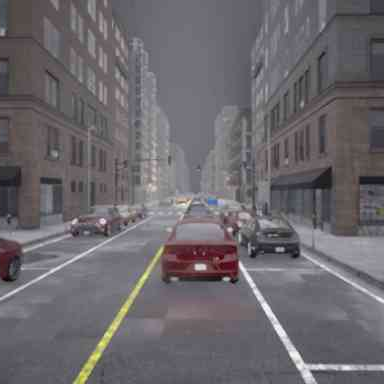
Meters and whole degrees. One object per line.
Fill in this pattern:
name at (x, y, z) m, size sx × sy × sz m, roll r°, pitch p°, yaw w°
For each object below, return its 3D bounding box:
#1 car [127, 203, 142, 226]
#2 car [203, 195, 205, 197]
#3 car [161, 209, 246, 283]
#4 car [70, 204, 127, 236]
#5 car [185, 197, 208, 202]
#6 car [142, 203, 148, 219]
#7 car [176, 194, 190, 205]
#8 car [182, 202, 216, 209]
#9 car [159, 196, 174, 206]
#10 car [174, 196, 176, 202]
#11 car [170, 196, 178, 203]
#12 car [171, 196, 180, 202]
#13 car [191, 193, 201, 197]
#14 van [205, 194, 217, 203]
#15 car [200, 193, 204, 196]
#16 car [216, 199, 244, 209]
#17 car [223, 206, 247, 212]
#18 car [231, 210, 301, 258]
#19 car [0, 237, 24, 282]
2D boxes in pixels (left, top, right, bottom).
car at (-5.057, 1.586, 23.640) m, size 1.752 × 1.417 × 4.829 m, roll 0°, pitch 0°, yaw 1°
car at (3.622, 1.754, 67.656) m, size 1.802 × 1.307 × 4.206 m, roll 0°, pitch 0°, yaw 1°
car at (0.229, 1.503, 9.780) m, size 1.882 × 1.535 × 5.008 m, roll 0°, pitch 0°, yaw 1°
car at (-5.137, 1.487, 18.293) m, size 1.967 × 1.590 × 4.097 m, roll 0°, pitch 0°, yaw 1°
car at (0.513, 1.618, 35.716) m, size 1.812 × 1.442 × 4.674 m, roll 0°, pitch 0°, yaw 1°
car at (-4.973, 1.626, 29.327) m, size 2.008 × 1.369 × 4.403 m, roll 0°, pitch 0°, yaw 1°
car at (-1.897, 1.636, 62.467) m, size 1.882 × 1.535 × 5.008 m, roll 0°, pitch 0°, yaw 1°
car at (0.431, 1.626, 23.551) m, size 1.994 × 1.385 × 4.181 m, roll 0°, pitch 0°, yaw 1°
car at (-4.571, 1.694, 56.406) m, size 2.008 × 1.369 × 4.403 m, roll 0°, pitch 0°, yaw 1°
car at (-4.486, 1.702, 62.087) m, size 1.887 × 1.381 × 4.507 m, roll 0°, pitch 0°, yaw 1°
car at (-4.236, 1.722, 78.961) m, size 1.752 × 1.417 × 4.829 m, roll 0°, pitch 0°, yaw 1°
car at (-4.149, 1.773, 84.812) m, size 1.947 × 1.339 × 4.313 m, roll 0°, pitch 0°, yaw 1°
car at (1.263, 1.561, 86.431) m, size 2.097 × 1.767 × 4.553 m, roll 0°, pitch 0°, yaw 1°
van at (3.453, 1.485, 56.296) m, size 1.690 × 1.788 × 3.998 m, roll 0°, pitch 0°, yaw 1°
car at (3.876, 1.522, 84.699) m, size 2.192 × 1.841 × 5.009 m, roll 0°, pitch 0°, yaw 1°
car at (2.970, 1.502, 23.699) m, size 1.967 × 1.590 × 4.097 m, roll 0°, pitch 0°, yaw 1°
car at (2.888, 1.629, 18.181) m, size 1.802 × 1.307 × 4.206 m, roll 0°, pitch 0°, yaw 1°
car at (2.806, 1.584, 12.662) m, size 2.008 × 1.369 × 4.403 m, roll 0°, pitch 0°, yaw 1°
car at (-5.301, 1.600, 7.256) m, size 1.802 × 1.307 × 4.206 m, roll 0°, pitch 0°, yaw 1°
